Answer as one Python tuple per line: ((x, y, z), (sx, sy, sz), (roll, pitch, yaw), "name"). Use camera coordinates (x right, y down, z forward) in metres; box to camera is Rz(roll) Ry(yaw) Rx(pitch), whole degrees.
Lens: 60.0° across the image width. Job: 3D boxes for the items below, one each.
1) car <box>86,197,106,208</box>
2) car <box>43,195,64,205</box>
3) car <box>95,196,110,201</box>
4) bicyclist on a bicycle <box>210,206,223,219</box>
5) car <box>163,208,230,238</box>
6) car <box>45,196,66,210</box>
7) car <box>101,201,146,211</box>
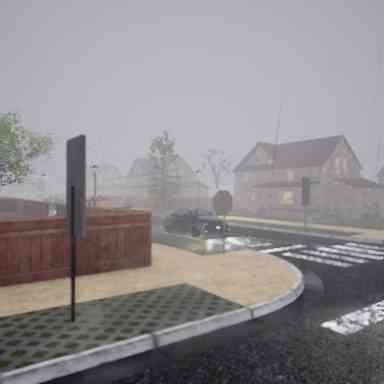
((-10.497, 1.503, 33.007), (1.994, 1.385, 4.181), (0, 0, -35), "car")
((-23.242, 1.347, 55.806), (2.128, 1.511, 4.902), (0, 0, -36), "car")
((-11.076, 1.280, 38.856), (2.097, 1.767, 4.553), (0, 0, -36), "car")
((1.935, 1.318, 25.709), (1.656, 1.620, 0.582), (0, 0, -36), "bicyclist on a bicycle")
((0.145, 1.585, 18.153), (1.994, 1.385, 4.181), (0, 0, -35), "car")
((-16.367, 1.500, 41.241), (1.895, 1.301, 4.718), (0, 0, -35), "car")
((-4.980, 1.581, 25.297), (1.895, 1.301, 4.718), (0, 0, -36), "car")
